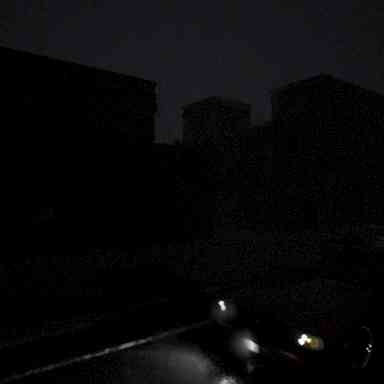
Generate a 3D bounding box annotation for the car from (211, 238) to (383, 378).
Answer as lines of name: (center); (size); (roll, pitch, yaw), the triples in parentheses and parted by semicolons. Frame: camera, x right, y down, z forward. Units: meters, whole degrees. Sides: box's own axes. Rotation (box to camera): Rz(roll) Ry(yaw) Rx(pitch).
car: (2.908, 1.558, 5.758); (5.357, 1.411, 2.033); (0, 0, -35)
